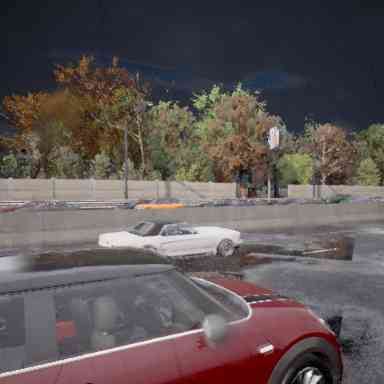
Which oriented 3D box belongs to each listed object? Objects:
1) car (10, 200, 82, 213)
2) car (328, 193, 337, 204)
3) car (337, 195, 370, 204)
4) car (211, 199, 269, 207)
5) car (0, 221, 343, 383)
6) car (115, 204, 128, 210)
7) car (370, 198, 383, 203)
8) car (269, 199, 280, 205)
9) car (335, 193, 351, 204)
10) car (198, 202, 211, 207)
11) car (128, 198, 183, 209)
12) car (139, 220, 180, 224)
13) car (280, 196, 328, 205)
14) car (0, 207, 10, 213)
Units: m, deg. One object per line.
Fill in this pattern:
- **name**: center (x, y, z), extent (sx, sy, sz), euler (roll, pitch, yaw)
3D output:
- **car**: center (-11.067, 1.492, 25.738), extent (4.902, 1.511, 2.128), euler (0, 0, -30)
- **car**: center (21.081, 1.229, 48.549), extent (5.566, 2.045, 2.150), euler (0, 0, -30)
- **car**: center (20.213, 1.482, 39.943), extent (5.008, 1.535, 1.882), euler (0, 0, -30)
- **car**: center (5.119, 1.548, 35.186), extent (5.357, 1.411, 2.033), euler (0, 0, -30)
- **car**: center (-0.688, 1.353, 3.196), extent (4.553, 1.767, 2.097), euler (0, 0, -30)
- **car**: center (-5.179, 1.505, 33.224), extent (4.892, 1.490, 1.837), euler (0, 0, -30)
- **car**: center (23.100, 1.227, 37.573), extent (5.566, 2.045, 2.150), euler (0, 0, -30)
- **car**: center (12.150, 1.550, 43.340), extent (5.357, 1.411, 2.033), euler (0, 0, -30)
- **car**: center (22.053, 1.359, 45.067), extent (4.553, 1.767, 2.097), euler (0, 0, -30)
- **car**: center (3.263, 1.548, 38.161), extent (5.357, 1.411, 2.033), euler (0, 0, -30)
- **car**: center (-3.077, 1.352, 30.401), extent (4.553, 1.767, 2.097), euler (0, 0, -30)
- **car**: center (-0.603, 1.600, 11.351), extent (4.718, 1.301, 1.895), euler (0, 0, -30)
- **car**: center (13.528, 1.494, 40.093), extent (4.902, 1.511, 2.128), euler (0, 0, -30)
- **car**: center (-13.557, 1.478, 28.339), extent (5.008, 1.535, 1.882), euler (0, 0, -30)
